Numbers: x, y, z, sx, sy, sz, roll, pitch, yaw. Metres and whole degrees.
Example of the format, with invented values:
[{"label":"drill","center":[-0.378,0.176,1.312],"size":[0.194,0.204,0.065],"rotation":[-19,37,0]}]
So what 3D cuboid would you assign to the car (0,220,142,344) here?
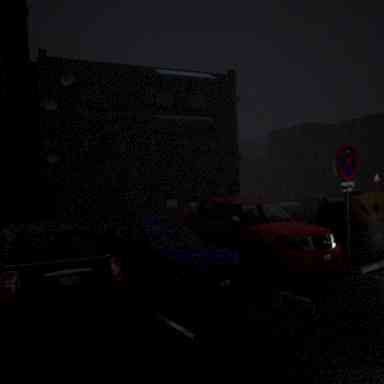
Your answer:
[{"label":"car","center":[-3.096,1.361,6.760],"size":[2.185,1.767,4.553],"rotation":[0,0,-36]}]

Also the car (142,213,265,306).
[{"label":"car","center":[-0.817,1.484,8.437],"size":[2.097,1.535,5.008],"rotation":[0,0,-36]}]

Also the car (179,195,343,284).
[{"label":"car","center":[1.595,1.206,10.124],"size":[2.435,2.045,5.566],"rotation":[0,0,-36]}]

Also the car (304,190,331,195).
[{"label":"car","center":[14.644,0.624,40.231],"size":[2.097,1.767,4.553],"rotation":[-3,0,-22]}]
